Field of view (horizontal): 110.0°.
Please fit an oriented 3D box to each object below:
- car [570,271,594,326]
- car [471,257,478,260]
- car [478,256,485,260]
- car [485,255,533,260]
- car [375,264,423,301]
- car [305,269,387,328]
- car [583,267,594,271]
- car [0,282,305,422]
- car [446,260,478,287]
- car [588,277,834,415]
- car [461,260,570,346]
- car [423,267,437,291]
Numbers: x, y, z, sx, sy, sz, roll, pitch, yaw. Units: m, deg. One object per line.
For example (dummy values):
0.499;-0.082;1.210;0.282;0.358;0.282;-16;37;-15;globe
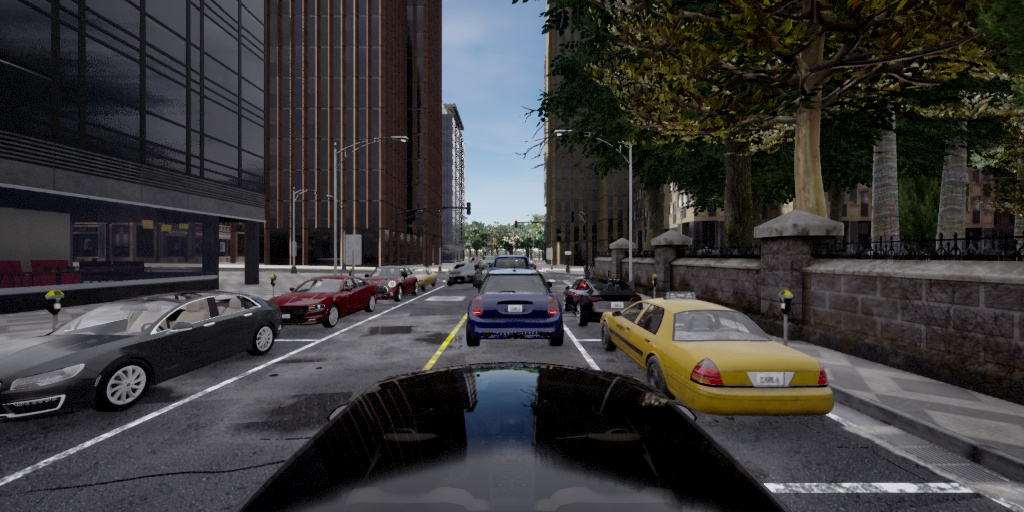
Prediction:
2.742;1.316;11.425;1.948;1.339;4.313;0;0;0;car
-5.884;1.079;59.726;2.192;1.841;5.009;0;0;0;car
-3.205;0.982;51.202;2.150;2.045;5.566;0;0;-1;car
-0.031;0.972;18.961;2.150;2.045;5.566;0;0;0;car
-5.795;1.190;16.862;1.967;1.591;4.097;0;0;0;car
-5.783;1.295;11.405;1.888;1.381;4.507;0;0;0;car
9.925;1.470;37.346;4.902;1.511;2.128;1;0;3;car
-5.772;1.300;5.948;2.007;1.370;4.403;0;0;0;car
-3.159;1.258;24.443;1.837;1.490;4.892;-1;0;2;car
2.753;1.275;6.138;1.751;1.417;4.829;0;0;0;car
0.037;1.102;9.527;2.097;1.767;4.553;0;0;-1;car
-5.806;1.277;22.149;1.751;1.417;4.829;0;0;0;car
